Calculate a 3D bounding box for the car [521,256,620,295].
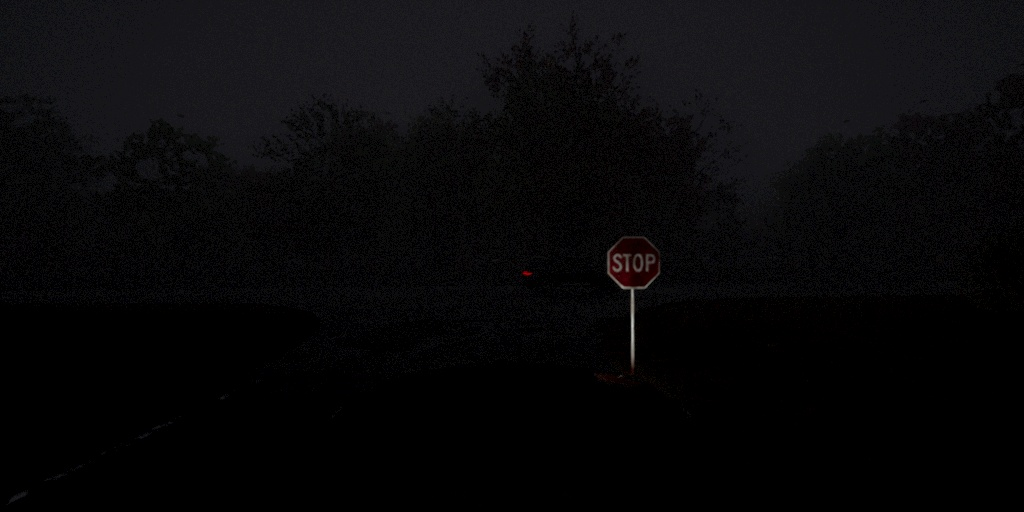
[{"bbox_3d":[3.258,1.006,19.493,5.566,2.045,2.150,-1,-1,0],"label":"car"}]
